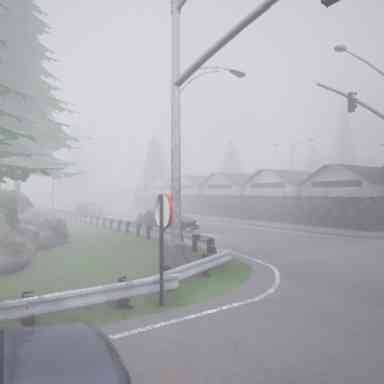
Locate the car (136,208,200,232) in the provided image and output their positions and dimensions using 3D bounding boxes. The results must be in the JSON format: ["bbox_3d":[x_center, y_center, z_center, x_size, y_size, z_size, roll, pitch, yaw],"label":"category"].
[{"bbox_3d":[-1.696,1.732,21.112,2.033,1.411,5.357,0,0,-35],"label":"car"}]

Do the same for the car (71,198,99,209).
[{"bbox_3d":[-16.175,1.699,50.528,1.812,1.442,4.674,0,0,18],"label":"car"}]

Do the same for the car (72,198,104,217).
[{"bbox_3d":[-10.448,1.692,33.768,1.837,1.490,4.892,0,0,-34],"label":"car"}]

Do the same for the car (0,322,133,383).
[{"bbox_3d":[-2.838,1.548,1.508,5.357,1.411,2.033,0,0,-29],"label":"car"}]
